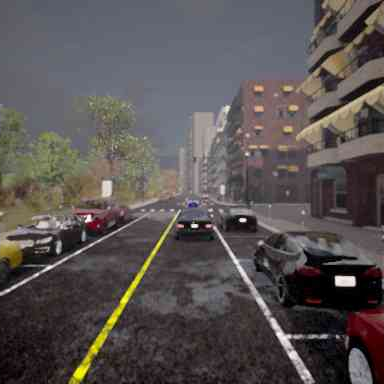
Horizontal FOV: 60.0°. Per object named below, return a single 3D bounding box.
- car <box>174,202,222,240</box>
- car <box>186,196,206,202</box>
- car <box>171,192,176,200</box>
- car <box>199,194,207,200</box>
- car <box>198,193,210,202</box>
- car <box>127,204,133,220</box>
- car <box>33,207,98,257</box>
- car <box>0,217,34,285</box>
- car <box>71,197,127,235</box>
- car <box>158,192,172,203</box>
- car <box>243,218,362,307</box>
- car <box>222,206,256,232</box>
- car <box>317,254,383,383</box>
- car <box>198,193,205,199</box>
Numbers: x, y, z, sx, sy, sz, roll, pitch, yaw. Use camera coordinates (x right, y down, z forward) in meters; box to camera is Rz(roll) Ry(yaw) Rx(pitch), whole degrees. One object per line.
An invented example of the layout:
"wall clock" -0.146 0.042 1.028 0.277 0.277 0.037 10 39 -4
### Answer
"car" 0.106 1.458 16.468 2.033 1.411 5.357 0 0 0
"car" 0.117 1.359 31.111 1.812 1.442 4.674 0 0 0
"car" -5.282 0.942 73.357 2.192 1.841 5.009 1 0 0
"car" 2.597 1.179 79.856 1.802 1.307 4.206 1 0 0
"car" 2.592 1.226 62.807 2.008 1.369 4.403 1 0 0
"car" -5.300 1.453 23.891 1.802 1.307 4.206 1 0 0
"car" -5.303 1.482 12.584 2.008 1.369 4.403 1 0 0
"car" -5.305 1.488 6.759 1.752 1.417 4.829 1 0 0
"car" -5.299 1.216 18.235 2.192 1.841 5.009 1 0 0
"car" -5.288 1.224 62.006 1.887 1.381 4.507 1 0 0
"car" 2.575 1.523 7.669 1.947 1.339 4.313 1 0 0
"car" 2.579 1.463 18.991 1.947 1.339 4.313 1 0 0
"car" 2.574 1.533 2.009 1.887 1.381 4.507 1 0 0
"car" 2.602 0.987 91.222 1.967 1.590 4.097 1 0 0
